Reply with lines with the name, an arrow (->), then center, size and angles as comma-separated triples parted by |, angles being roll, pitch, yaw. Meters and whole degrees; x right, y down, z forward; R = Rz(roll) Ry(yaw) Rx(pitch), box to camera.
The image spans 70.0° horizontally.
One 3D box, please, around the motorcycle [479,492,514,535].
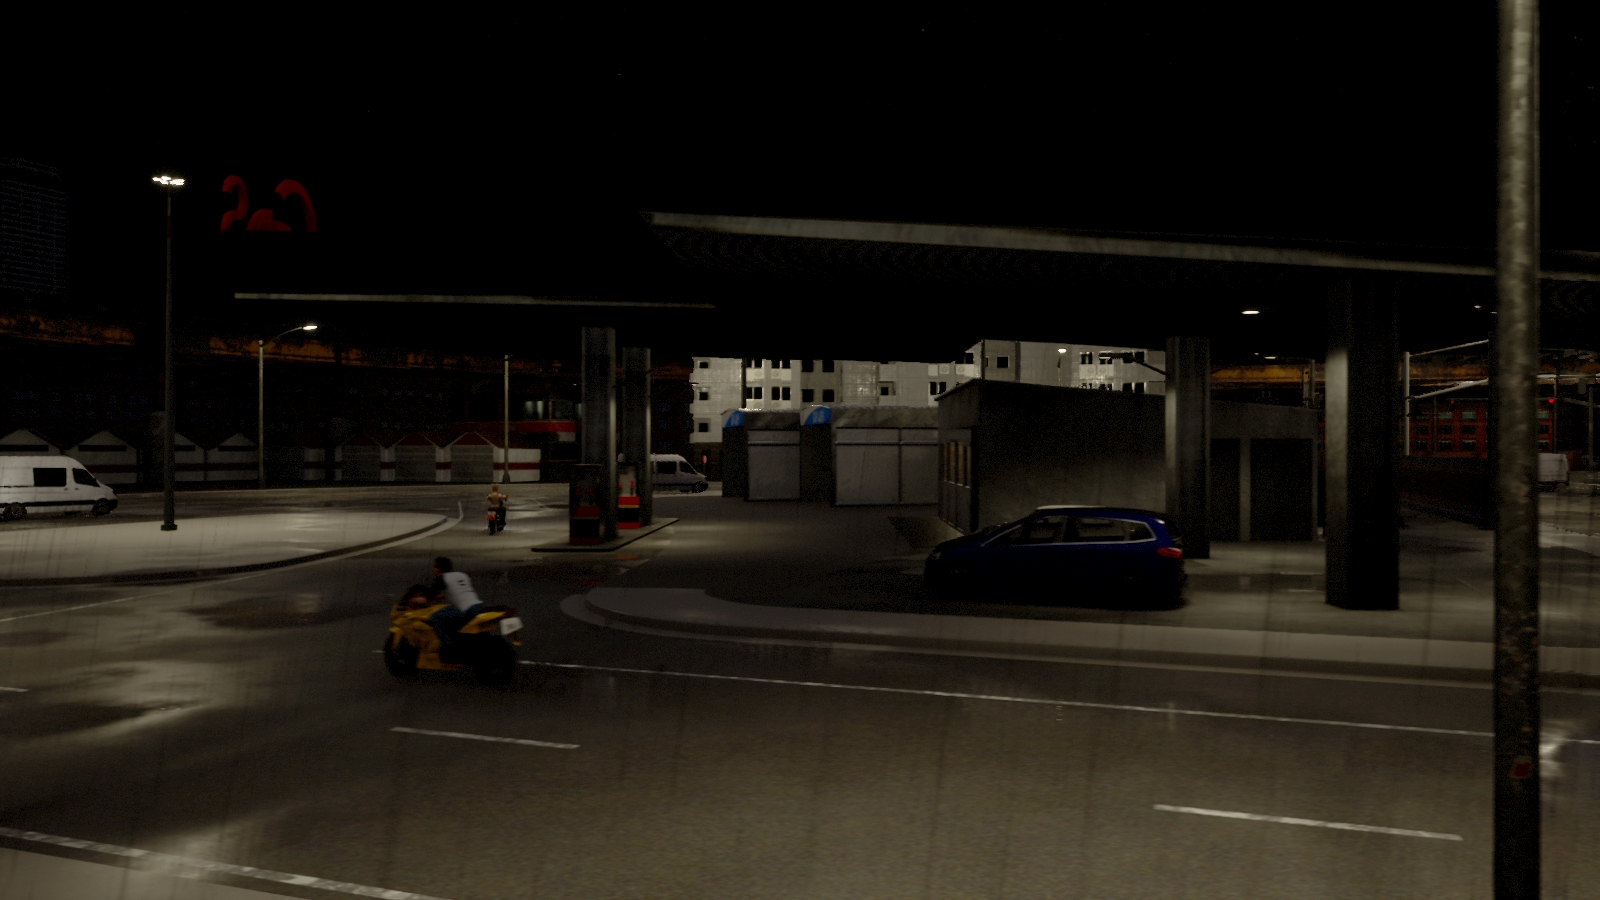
motorcycle -> -10.252, 2.137, 38.650 | 0.764, 1.332, 2.356 | 0, 0, -6
